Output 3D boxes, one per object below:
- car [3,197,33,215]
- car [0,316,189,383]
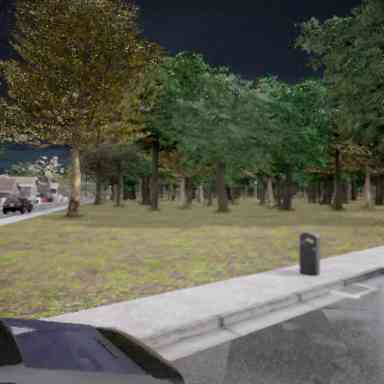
[{"bbox_3d":[-21.285,1.665,40.870,2.150,2.045,5.566,0,-1,-13],"label":"car"},{"bbox_3d":[-1.933,1.572,1.740,4.181,1.385,1.994,0,0,-37],"label":"car"}]
